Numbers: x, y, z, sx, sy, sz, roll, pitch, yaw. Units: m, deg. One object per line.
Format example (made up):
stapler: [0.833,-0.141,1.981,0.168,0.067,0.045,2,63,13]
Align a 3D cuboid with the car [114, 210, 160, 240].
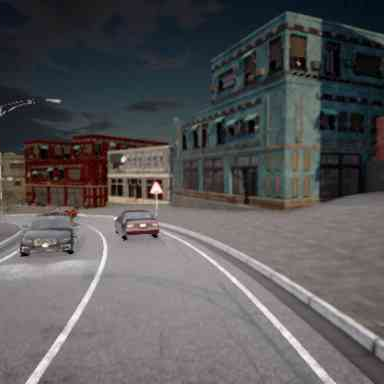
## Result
car: [-3.138,1.688,18.256,2.033,1.411,5.357,-1,-1,-18]

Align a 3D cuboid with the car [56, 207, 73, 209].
car: [-15.287,2.404,39.457,1.895,1.301,4.718,-3,-1,-40]

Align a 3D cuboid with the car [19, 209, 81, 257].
car: [-5.772,1.670,13.884,1.837,1.490,4.892,-1,-1,-16]
